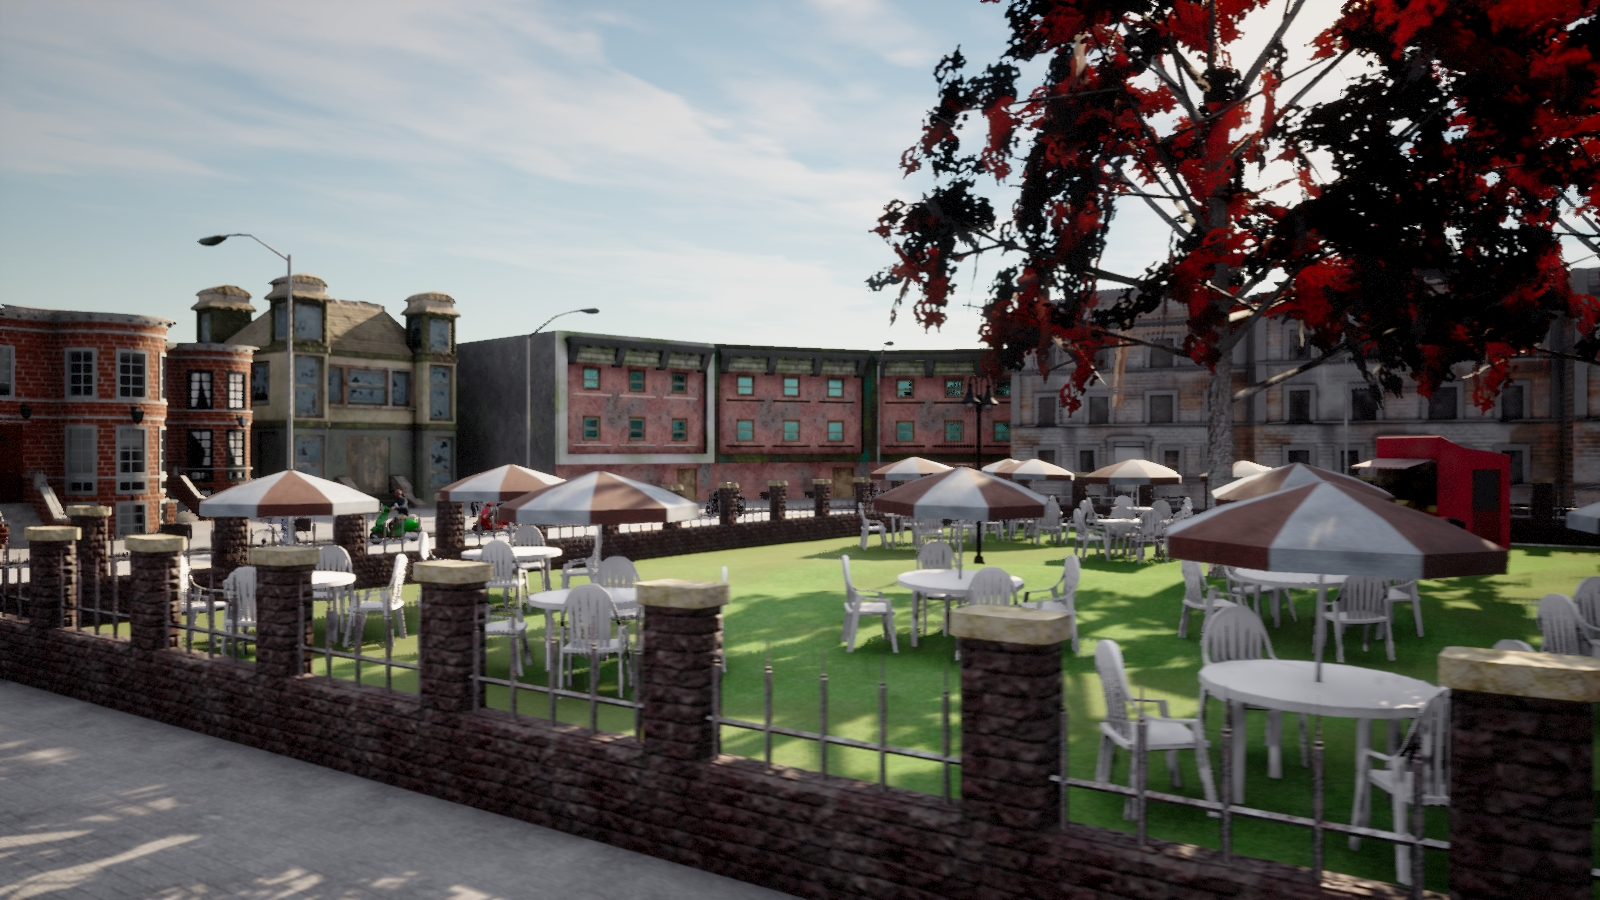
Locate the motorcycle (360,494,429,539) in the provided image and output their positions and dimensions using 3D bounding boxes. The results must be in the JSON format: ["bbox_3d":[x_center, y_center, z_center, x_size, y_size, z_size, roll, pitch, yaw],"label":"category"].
[{"bbox_3d":[-12.130,1.962,34.224,0.856,1.236,1.805,0,0,35],"label":"motorcycle"}]

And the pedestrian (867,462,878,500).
[{"bbox_3d":[3.595,1.526,56.455,0.375,1.860,0.375,0,0,-33],"label":"pedestrian"}]

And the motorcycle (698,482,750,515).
[{"bbox_3d":[-3.127,1.986,47.174,0.867,1.251,2.209,1,0,39],"label":"motorcycle"}]

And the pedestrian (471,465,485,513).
[{"bbox_3d":[-12.667,1.531,44.938,0.375,1.860,0.375,0,0,36],"label":"pedestrian"}]
